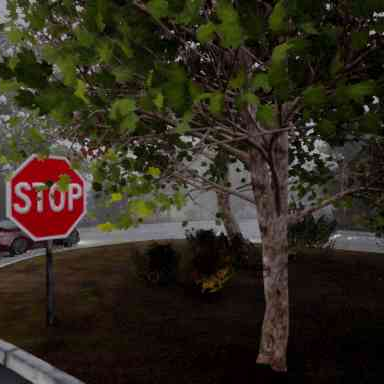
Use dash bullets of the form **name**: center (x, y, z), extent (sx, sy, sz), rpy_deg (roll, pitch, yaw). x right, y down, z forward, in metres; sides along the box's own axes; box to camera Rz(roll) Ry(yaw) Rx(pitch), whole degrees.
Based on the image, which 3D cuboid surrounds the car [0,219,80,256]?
- **car**: center (-6.671, 1.718, 13.927), extent (1.994, 1.385, 4.181), rpy_deg (-1, -2, 22)
